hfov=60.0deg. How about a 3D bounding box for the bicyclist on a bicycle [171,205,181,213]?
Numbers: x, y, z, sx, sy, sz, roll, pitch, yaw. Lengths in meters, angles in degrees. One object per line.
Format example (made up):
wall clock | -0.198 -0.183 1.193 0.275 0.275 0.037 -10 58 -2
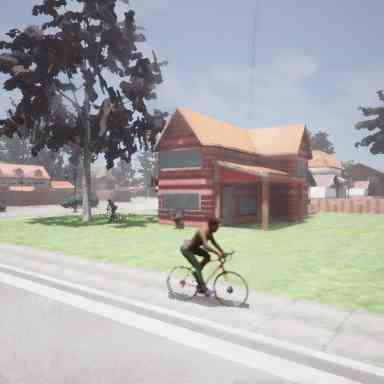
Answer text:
bicyclist on a bicycle | -0.820 1.475 19.086 0.582 1.656 1.620 -25 -11 7

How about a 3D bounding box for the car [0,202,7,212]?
car | -22.545 1.565 36.258 1.994 1.385 4.181 0 0 35

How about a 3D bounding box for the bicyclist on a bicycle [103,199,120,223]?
bicyclist on a bicycle | -5.495 1.310 22.663 1.656 1.620 0.582 -3 -1 33

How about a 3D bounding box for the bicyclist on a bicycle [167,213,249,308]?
bicyclist on a bicycle | 0.259 1.303 6.215 1.656 1.620 0.582 0 0 25

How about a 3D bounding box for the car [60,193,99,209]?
car | -15.537 1.222 46.272 2.150 2.045 5.566 0 0 35
